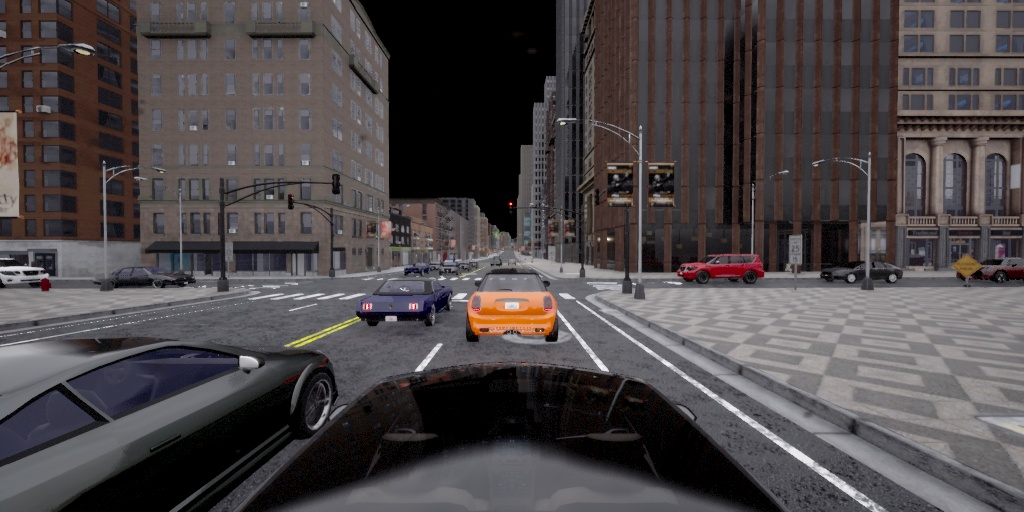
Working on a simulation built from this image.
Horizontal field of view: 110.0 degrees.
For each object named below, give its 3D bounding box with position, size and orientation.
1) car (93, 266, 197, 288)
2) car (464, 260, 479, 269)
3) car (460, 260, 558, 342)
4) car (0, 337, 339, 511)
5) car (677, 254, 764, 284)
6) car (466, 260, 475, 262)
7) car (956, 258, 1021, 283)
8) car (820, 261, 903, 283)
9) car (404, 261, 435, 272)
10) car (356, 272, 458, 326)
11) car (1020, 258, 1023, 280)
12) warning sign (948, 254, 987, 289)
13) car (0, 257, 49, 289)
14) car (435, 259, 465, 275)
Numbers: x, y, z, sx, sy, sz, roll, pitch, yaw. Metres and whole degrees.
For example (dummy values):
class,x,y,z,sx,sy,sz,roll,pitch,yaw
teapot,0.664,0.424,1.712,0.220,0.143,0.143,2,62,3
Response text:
class,x,y,z,sx,sy,sz,roll,pitch,yaw
car,-24.107,1.397,23.599,5.357,1.411,2.033,0,1,0
car,-6.581,1.343,58.801,1.994,1.385,4.181,0,0,0
car,0.010,1.101,9.934,2.097,1.767,4.553,0,0,0
car,-3.158,1.314,2.766,1.994,1.385,4.181,0,0,1
car,14.840,0.876,25.604,5.566,2.045,2.150,0,1,0
car,-6.599,1.338,48.781,1.994,1.385,4.181,0,0,0
car,35.014,0.926,25.670,4.553,1.767,2.097,0,1,0
car,24.895,1.119,25.640,4.892,1.490,1.837,0,1,0
car,-9.851,1.367,37.615,1.895,1.301,4.718,0,0,0
car,-3.149,1.350,11.585,1.895,1.301,4.718,0,0,0
car,35.827,0.976,22.484,4.553,1.767,2.097,0,1,0
warning sign,25.178,0.827,19.839,1.060,1.860,1.300,0,0,0
car,-34.344,1.106,23.655,5.566,2.045,2.150,0,1,0
car,-6.599,1.331,38.822,1.994,1.385,4.181,0,0,0
